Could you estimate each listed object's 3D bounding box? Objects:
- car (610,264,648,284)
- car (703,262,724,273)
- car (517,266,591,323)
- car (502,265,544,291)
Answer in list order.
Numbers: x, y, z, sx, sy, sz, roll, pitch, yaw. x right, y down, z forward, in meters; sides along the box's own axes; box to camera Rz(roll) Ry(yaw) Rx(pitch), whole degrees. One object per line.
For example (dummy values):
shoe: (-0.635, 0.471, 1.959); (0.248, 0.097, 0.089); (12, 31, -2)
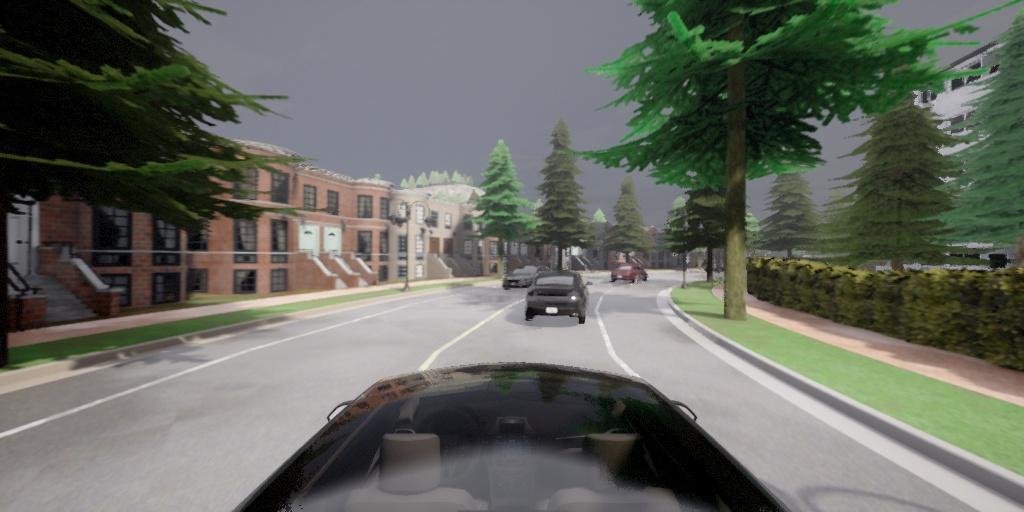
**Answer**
car: (9.387, 1.388, 28.648); (1.812, 1.442, 4.674); (0, 0, 36)
car: (29.408, 1.616, 51.336); (5.357, 1.411, 2.033); (1, 0, -37)
car: (1.674, 1.281, 12.410); (1.837, 1.490, 4.892); (0, 0, 13)
car: (1.083, 1.286, 21.699); (1.837, 1.490, 4.892); (0, 0, 25)
